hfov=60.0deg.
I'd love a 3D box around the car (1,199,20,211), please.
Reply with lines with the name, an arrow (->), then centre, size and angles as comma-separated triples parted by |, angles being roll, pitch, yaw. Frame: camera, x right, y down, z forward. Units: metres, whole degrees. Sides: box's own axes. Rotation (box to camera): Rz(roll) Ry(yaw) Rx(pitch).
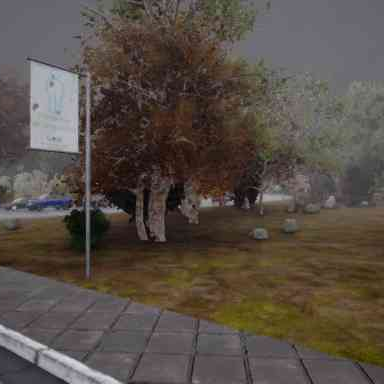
car -> -20.819, 1.499, 41.105 | 1.837, 1.490, 4.892 | 0, 0, 38

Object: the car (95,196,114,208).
car -> -11.024, 1.312, 47.930 | 2.097, 1.767, 4.553 | 0, 0, 37

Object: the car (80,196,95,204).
car -> -14.835, 1.319, 48.724 | 2.097, 1.767, 4.553 | 0, 0, 38

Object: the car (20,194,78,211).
car -> -17.119, 1.212, 40.129 | 2.150, 2.045, 5.566 | 0, 0, 39

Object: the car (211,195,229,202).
car -> 5.662, 1.361, 65.107 | 2.033, 1.411, 5.357 | 0, 0, 31

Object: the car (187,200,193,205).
car -> -1.518, 1.501, 54.513 | 1.895, 1.301, 4.718 | 0, 0, 36
